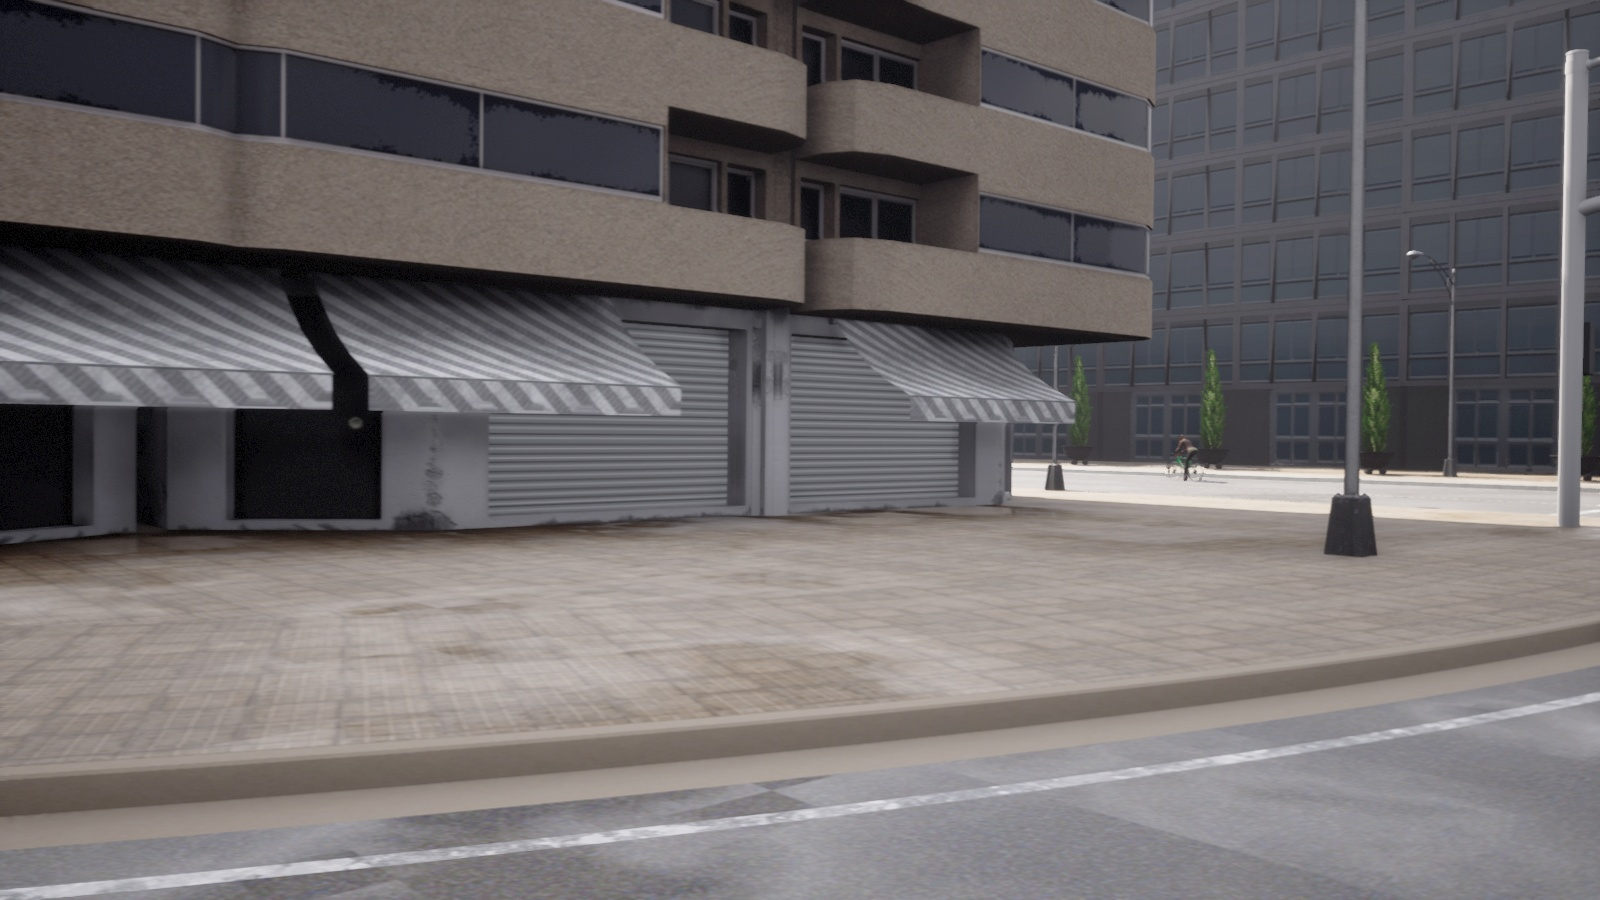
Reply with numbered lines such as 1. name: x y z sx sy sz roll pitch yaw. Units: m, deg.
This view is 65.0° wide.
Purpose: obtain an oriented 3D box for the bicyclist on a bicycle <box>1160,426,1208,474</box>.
1. bicyclist on a bicycle: 13.208 0.001 43.212 0.582 1.620 1.656 -1 1 -28
